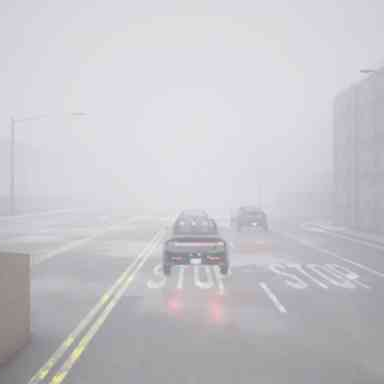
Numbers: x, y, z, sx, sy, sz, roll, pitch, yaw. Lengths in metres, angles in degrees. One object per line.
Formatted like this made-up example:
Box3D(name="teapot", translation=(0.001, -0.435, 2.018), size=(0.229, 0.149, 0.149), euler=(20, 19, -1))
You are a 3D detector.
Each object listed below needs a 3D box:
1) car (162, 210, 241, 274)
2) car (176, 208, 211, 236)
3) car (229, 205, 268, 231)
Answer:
Box3D(name="car", translation=(0.099, 1.562, 10.799), size=(2.128, 1.511, 4.902), euler=(0, -1, 0))
Box3D(name="car", translation=(0.092, 1.735, 20.192), size=(1.895, 1.301, 4.718), euler=(0, 0, 0))
Box3D(name="car", translation=(3.598, 1.643, 21.544), size=(1.837, 1.490, 4.892), euler=(0, -2, 0))
